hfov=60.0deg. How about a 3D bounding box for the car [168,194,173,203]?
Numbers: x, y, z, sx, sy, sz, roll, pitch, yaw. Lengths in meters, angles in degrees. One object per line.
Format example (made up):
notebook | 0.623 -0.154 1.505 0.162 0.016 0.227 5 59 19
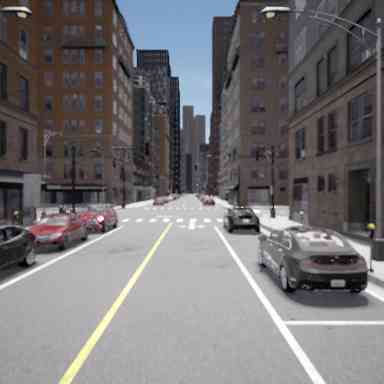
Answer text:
car | -5.613 1.612 67.610 2.008 1.369 4.403 0 0 0

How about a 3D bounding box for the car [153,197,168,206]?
car | -5.634 1.622 56.793 1.802 1.307 4.206 0 0 0

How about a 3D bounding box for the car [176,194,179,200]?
car | -5.566 1.464 94.653 2.192 1.841 5.009 0 0 0

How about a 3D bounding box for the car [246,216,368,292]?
car | 2.856 1.551 8.687 2.008 1.369 4.403 0 0 0

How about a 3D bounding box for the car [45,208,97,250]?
car | -5.669 1.583 14.189 1.802 1.307 4.206 0 0 0

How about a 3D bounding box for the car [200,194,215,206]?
car | 2.891 1.480 56.780 1.967 1.590 4.097 0 0 0

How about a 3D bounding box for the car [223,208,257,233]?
car | 2.857 1.568 19.690 1.947 1.339 4.313 0 0 0

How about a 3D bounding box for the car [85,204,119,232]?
car | -5.669 1.443 19.690 1.967 1.590 4.097 0 0 0

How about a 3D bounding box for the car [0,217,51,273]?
car | -5.669 1.567 8.687 1.947 1.339 4.313 0 0 0

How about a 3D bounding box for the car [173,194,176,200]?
car | -5.585 1.632 83.666 1.752 1.417 4.829 0 0 0
